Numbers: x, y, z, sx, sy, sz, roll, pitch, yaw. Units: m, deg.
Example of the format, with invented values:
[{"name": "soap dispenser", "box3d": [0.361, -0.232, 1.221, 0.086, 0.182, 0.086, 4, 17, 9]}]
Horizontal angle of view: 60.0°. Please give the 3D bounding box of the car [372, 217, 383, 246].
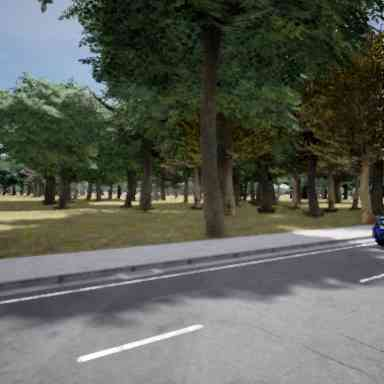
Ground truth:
[{"name": "car", "box3d": [10.499, 1.417, 15.167, 5.566, 2.045, 2.150, 1, 0, -36]}]
